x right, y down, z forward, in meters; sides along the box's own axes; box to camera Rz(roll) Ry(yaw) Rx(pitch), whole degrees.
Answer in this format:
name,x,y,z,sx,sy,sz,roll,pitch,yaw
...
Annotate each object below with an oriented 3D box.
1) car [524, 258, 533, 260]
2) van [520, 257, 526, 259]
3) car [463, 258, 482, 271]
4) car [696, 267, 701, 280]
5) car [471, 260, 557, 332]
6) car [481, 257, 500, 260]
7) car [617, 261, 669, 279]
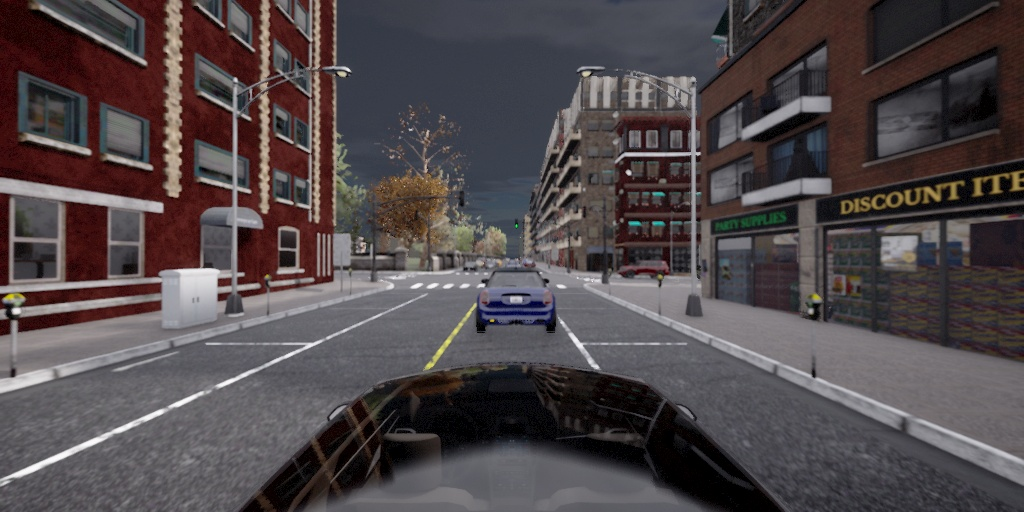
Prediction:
name,x,y,z,sx,sy,sz,roll,pitch,yaw
car,2.744,1.369,54.790,1.888,1.381,4.507,0,0,0
van,2.751,1.176,60.421,1.690,1.789,3.998,0,0,0
car,-5.642,1.378,49.169,1.948,1.339,4.313,0,0,0
car,20.329,1.405,34.294,5.566,2.045,2.150,1,0,-1
car,0.107,1.108,11.039,2.097,1.767,4.553,0,0,0
car,-3.028,1.310,52.977,2.128,1.511,4.902,0,0,0
car,13.484,1.388,36.807,5.009,1.841,2.192,0,0,0
